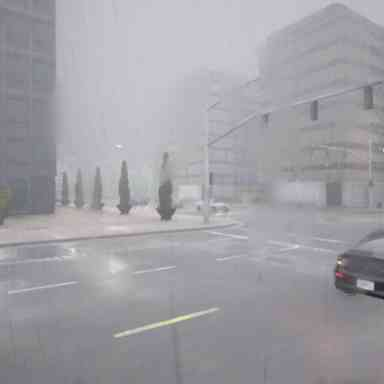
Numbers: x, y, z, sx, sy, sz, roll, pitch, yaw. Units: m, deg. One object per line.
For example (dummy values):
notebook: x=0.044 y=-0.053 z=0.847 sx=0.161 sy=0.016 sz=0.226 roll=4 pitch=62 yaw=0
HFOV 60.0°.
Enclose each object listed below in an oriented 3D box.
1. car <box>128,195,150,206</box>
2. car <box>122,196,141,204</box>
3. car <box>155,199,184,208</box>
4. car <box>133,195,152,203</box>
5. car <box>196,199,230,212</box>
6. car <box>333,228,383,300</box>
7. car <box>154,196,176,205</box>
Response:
car: x=-8.723 y=1.293 z=53.029 sx=2.097 sy=1.767 sz=4.553 roll=0 pitch=0 yaw=-36
car: x=-11.631 y=1.496 z=63.625 sx=1.994 sy=1.385 sz=4.181 roll=0 pitch=0 yaw=-35
car: x=-2.958 y=1.543 z=44.754 sx=1.895 sy=1.301 sz=4.718 roll=0 pitch=0 yaw=-35
car: x=-10.180 y=1.428 z=67.598 sx=1.837 sy=1.490 sz=4.892 roll=0 pitch=0 yaw=-35
car: x=2.242 y=1.468 z=37.311 sx=1.812 sy=1.442 sz=4.674 roll=0 pitch=0 yaw=-35
car: x=4.957 y=1.506 z=7.401 sx=4.674 sy=1.442 sz=1.812 roll=0 pitch=0 yaw=-37
car: x=-4.909 y=1.449 z=60.112 sx=1.812 sy=1.442 sz=4.674 roll=0 pitch=0 yaw=-35
